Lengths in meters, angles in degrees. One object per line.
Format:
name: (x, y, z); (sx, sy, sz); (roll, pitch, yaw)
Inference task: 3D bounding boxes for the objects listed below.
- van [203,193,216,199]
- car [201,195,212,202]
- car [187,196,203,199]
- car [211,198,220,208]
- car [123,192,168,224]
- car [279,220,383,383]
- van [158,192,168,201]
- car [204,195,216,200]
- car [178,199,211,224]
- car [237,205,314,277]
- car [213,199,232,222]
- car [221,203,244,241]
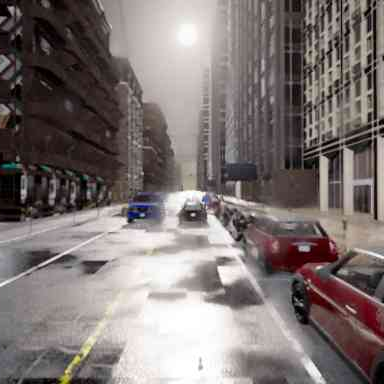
van: (2.706, 0.999, 49.514); (1.690, 1.788, 3.998); (1, 0, 0)
car: (2.702, 1.161, 60.817); (1.802, 1.307, 4.206); (1, 0, 0)
car: (0.100, 1.312, 41.935); (1.895, 1.301, 4.718); (0, 0, 0)
car: (2.702, 1.397, 26.911); (1.802, 1.307, 4.206); (1, 0, 0)
car: (-3.100, 1.059, 23.554); (2.150, 2.045, 5.566); (0, 0, 0)
car: (2.704, 1.410, 4.306); (1.967, 1.590, 4.097); (1, 0, 0)
van: (-5.761, 0.881, 66.499); (1.690, 1.788, 3.998); (1, 0, 0)
car: (2.702, 1.319, 38.213); (1.802, 1.307, 4.206); (1, 0, 0)
car: (0.092, 1.404, 23.248); (1.994, 1.385, 4.181); (0, 0, 1)
car: (2.704, 1.371, 9.957); (1.967, 1.590, 4.097); (1, 0, 0)
car: (2.702, 1.405, 21.260); (2.008, 1.369, 4.403); (1, 0, 0)
car: (2.702, 1.443, 15.609); (2.008, 1.369, 4.403); (1, 0, 0)
